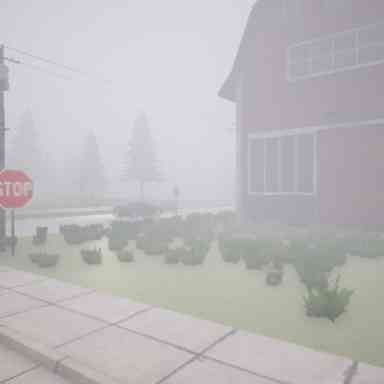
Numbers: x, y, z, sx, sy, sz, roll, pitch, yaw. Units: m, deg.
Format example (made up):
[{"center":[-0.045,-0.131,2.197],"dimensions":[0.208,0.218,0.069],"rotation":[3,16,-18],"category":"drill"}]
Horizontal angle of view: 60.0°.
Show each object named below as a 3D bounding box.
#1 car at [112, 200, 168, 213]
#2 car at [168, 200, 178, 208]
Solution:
[{"center":[-4.513,1.468,28.134],"dimensions":[1.837,1.490,4.892],"rotation":[0,0,37],"category":"car"},{"center":[-3.412,1.520,35.799],"dimensions":[1.994,1.385,4.181],"rotation":[0,0,37],"category":"car"}]
